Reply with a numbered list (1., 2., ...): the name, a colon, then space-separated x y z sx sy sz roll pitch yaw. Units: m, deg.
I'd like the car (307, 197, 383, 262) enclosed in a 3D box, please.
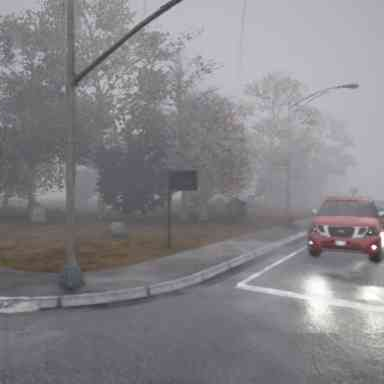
1. car: 5.942 1.221 12.670 2.150 2.045 5.566 0 0 30
